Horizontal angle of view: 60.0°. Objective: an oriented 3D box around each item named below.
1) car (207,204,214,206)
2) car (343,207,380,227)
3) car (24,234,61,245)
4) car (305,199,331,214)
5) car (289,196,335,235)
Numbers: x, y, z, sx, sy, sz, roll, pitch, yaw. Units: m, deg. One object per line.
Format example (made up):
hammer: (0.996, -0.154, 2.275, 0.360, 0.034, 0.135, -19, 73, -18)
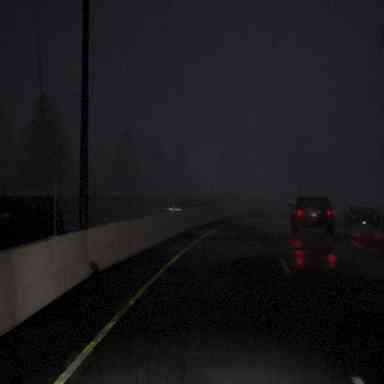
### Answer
car: (2.178, 1.462, 45.013, 1.812, 1.442, 4.674, 1, 0, 29)
car: (11.964, 1.702, 23.791, 1.895, 1.301, 4.718, 1, 0, 19)
car: (-6.017, 1.126, 10.021, 2.150, 2.045, 5.566, 1, 0, 9)
car: (14.301, 1.594, 37.663, 2.128, 1.511, 4.902, 1, 0, 28)
car: (6.976, 1.269, 19.610, 2.150, 2.045, 5.566, 1, 0, 16)
